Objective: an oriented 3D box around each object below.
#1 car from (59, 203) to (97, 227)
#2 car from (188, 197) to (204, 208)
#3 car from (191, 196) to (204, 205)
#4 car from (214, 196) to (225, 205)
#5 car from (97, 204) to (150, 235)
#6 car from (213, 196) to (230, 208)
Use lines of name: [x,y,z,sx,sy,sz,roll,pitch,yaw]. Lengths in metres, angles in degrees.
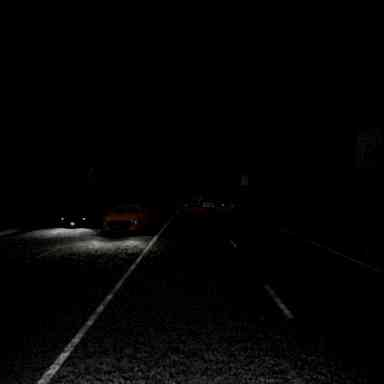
car: [-6.968,1.472,22.173,2.033,1.411,5.357,0,0,1]
car: [0.490,1.341,44.256,2.128,1.511,4.902,0,0,2]
car: [0.957,1.414,54.637,1.895,1.301,4.718,0,0,3]
car: [4.449,1.340,54.398,1.812,1.442,4.674,0,0,3]
car: [-3.520,1.414,18.582,1.882,1.535,5.008,0,0,1]
car: [3.989,1.354,44.164,1.837,1.490,4.892,0,0,2]
